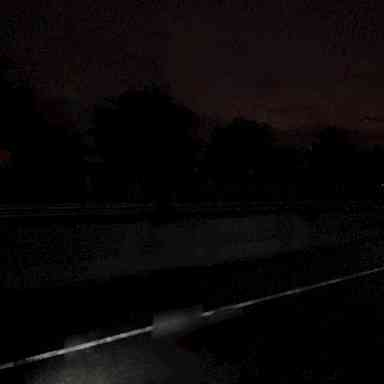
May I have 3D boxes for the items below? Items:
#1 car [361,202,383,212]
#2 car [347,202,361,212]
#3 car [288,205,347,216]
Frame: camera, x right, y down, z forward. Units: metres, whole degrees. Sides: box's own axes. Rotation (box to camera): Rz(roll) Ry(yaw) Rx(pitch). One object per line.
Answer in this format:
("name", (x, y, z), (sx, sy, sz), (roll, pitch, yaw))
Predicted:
("car", (20.473, 1.835, 35.761), (4.181, 1.385, 1.994), (0, 0, -35))
("car", (19.520, 1.842, 39.378), (4.181, 1.385, 1.994), (0, 0, -35))
("car", (8.331, 1.727, 22.825), (4.181, 1.385, 1.994), (0, 0, -35))
